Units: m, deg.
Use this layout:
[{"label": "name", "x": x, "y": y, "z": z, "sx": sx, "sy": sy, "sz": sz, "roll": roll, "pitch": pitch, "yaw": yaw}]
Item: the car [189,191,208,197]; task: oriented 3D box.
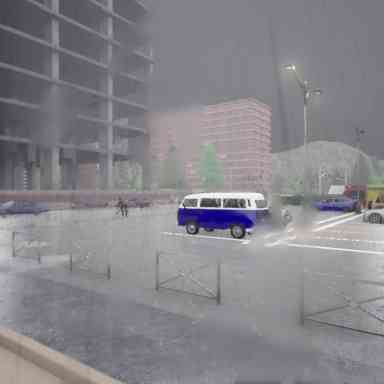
[{"label": "car", "x": 2.414, "y": 0.887, "z": 56.081, "sx": 2.150, "sy": 2.045, "sz": 5.566, "roll": 0, "pitch": 0, "yaw": 35}]

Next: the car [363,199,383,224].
[{"label": "car", "x": 13.246, "y": 1.395, "z": 21.481, "sx": 3.806, "sy": 1.475, "sz": 1.970, "roll": 0, "pitch": 0, "yaw": 36}]

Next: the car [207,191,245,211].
[{"label": "car", "x": 4.929, "y": 1.166, "z": 47.431, "sx": 2.150, "sy": 2.045, "sz": 5.566, "roll": 0, "pitch": 0, "yaw": 36}]

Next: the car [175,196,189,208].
[{"label": "car", "x": -0.535, "y": 1.440, "z": 57.974, "sx": 2.128, "sy": 1.511, "sz": 4.902, "roll": 0, "pitch": 0, "yaw": 35}]

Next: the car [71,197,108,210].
[{"label": "car", "x": -12.602, "y": 1.434, "z": 41.032, "sx": 2.128, "sy": 1.511, "sz": 4.902, "roll": 0, "pitch": 0, "yaw": 35}]

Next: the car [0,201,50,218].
[{"label": "car", "x": -15.858, "y": 1.492, "z": 30.348, "sx": 2.033, "sy": 1.411, "sz": 5.357, "roll": 0, "pitch": 0, "yaw": 35}]

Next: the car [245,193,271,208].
[{"label": "car", "x": 11.034, "y": 1.436, "z": 56.157, "sx": 2.128, "sy": 1.511, "sz": 4.902, "roll": 0, "pitch": 0, "yaw": 35}]

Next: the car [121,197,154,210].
[{"label": "car", "x": -6.986, "y": 1.448, "z": 42.915, "sx": 1.837, "sy": 1.490, "sz": 4.892, "roll": 0, "pitch": 0, "yaw": 35}]

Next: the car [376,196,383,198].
[{"label": "car", "x": 16.452, "y": 1.153, "z": 26.046, "sx": 4.605, "sy": 1.855, "sz": 1.932, "roll": 0, "pitch": 0, "yaw": 36}]

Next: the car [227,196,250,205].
[{"label": "car", "x": 8.174, "y": 1.422, "z": 58.174, "sx": 1.882, "sy": 1.535, "sz": 5.008, "roll": 0, "pitch": 0, "yaw": 35}]

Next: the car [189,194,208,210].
[{"label": "car", "x": 2.250, "y": 1.436, "z": 49.692, "sx": 2.128, "sy": 1.511, "sz": 4.902, "roll": 0, "pitch": 0, "yaw": 36}]

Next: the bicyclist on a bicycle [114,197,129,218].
[{"label": "bicyclist on a bicycle", "x": -5.504, "y": 1.248, "z": 25.969, "sx": 1.656, "sy": 1.620, "sz": 0.582, "roll": 0, "pitch": 0, "yaw": 35}]

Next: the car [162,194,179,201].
[{"label": "car", "x": -5.108, "y": 1.285, "z": 77.827, "sx": 1.851, "sy": 1.617, "sz": 3.988, "roll": 0, "pitch": 0, "yaw": 36}]
